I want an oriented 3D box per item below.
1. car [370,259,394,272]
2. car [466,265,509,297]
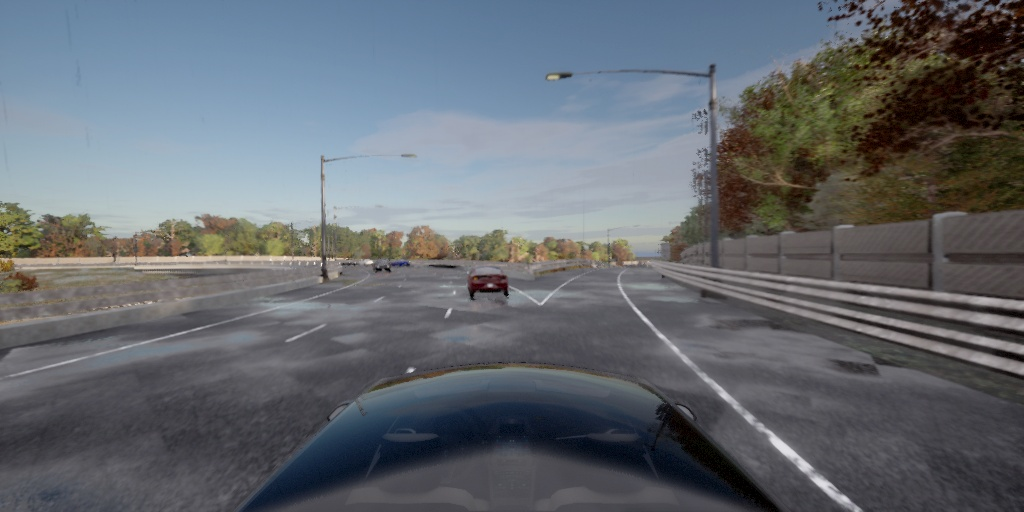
[{"bbox_3d":[-17.435,1.459,47.882,1.895,1.301,4.718,-1,0,-26],"label":"car"},{"bbox_3d":[-1.362,1.212,18.970,1.882,1.535,5.008,-1,0,-9],"label":"car"}]
